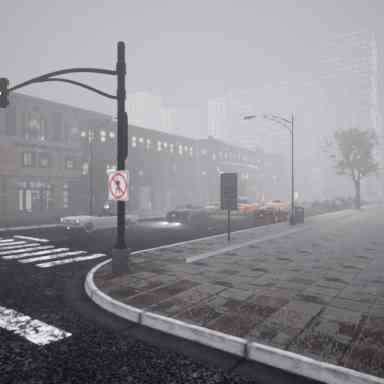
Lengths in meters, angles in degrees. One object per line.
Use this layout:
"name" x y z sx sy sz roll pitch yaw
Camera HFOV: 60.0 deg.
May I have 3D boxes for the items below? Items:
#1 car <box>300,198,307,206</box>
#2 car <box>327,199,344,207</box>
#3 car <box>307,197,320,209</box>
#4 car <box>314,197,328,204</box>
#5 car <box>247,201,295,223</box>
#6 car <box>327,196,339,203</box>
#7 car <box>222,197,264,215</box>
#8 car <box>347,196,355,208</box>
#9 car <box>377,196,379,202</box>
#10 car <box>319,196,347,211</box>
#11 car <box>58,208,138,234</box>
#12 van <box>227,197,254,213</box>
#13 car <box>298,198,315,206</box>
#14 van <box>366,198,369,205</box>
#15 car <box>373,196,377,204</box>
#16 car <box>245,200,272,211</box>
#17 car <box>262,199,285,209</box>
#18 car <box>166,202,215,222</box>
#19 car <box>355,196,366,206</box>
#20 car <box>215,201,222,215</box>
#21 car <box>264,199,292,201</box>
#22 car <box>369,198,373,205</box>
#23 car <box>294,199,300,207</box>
"car" 18.686 1.846 59.016 2.008 1.369 4.403 0 -1 35
"car" 25.127 1.913 58.102 1.895 1.301 4.718 0 0 35
"car" 19.336 1.749 49.864 2.128 1.511 4.902 0 0 35
"car" 28.219 1.828 72.579 1.967 1.590 4.097 0 -1 35
"car" 6.519 1.670 27.044 1.887 1.381 4.507 0 0 35
"car" 34.575 1.893 81.621 1.967 1.590 4.097 0 -1 35
"car" 5.539 1.507 35.783 2.097 1.767 4.553 0 0 35
"car" 22.364 1.581 49.679 2.192 1.841 5.009 0 -1 35
"car" 41.431 2.037 76.801 1.802 1.307 4.206 0 -1 35
"car" 19.187 1.676 45.157 1.967 1.590 4.097 0 -1 35
"car" -5.525 1.668 20.063 1.895 1.301 4.718 0 0 35
"van" 5.975 1.518 40.934 1.690 1.788 3.998 0 0 35
"car" 21.864 1.876 63.538 2.008 1.369 4.403 0 -1 35
"van" 31.898 1.699 63.241 1.690 1.788 3.998 0 -1 35
"car" 38.352 1.948 72.420 1.752 1.417 4.829 0 -1 35
"car" 9.153 1.756 45.454 2.008 1.369 4.403 0 0 35
"car" 12.233 1.759 49.836 1.752 1.417 4.829 0 -1 35
"car" -0.272 1.672 27.521 1.994 1.385 4.181 0 0 36
"car" 28.720 1.642 58.721 2.192 1.841 5.009 0 -1 35
"car" 2.699 1.674 36.273 1.752 1.417 4.829 0 0 35
"car" 11.412 1.684 44.082 1.882 1.535 5.008 0 0 36
"car" 35.076 1.971 67.759 1.802 1.307 4.206 0 -1 35
"car" 15.508 1.815 54.496 2.008 1.369 4.403 0 -1 35
